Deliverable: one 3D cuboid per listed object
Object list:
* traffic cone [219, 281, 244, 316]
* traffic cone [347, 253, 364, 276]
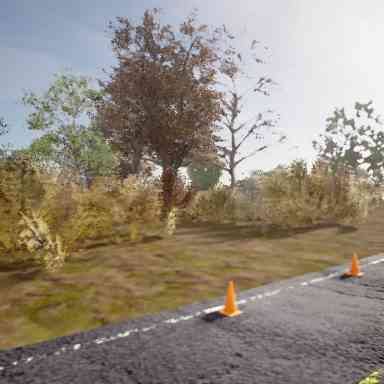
[{"bbox_3d":[0.742,1.989,6.314,0.340,0.580,0.340,0,0,-37],"label":"traffic cone"},{"bbox_3d":[4.589,2.010,9.364,0.340,0.580,0.340,0,0,-39],"label":"traffic cone"}]
